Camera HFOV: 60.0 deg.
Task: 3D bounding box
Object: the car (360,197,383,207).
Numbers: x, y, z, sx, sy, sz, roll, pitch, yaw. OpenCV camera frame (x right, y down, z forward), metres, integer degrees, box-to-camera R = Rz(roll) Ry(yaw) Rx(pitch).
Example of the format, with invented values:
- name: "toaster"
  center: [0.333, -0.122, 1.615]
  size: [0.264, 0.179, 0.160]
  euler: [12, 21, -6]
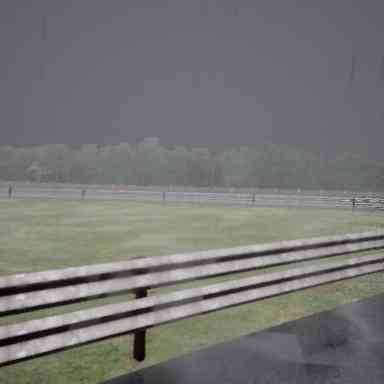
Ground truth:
- name: "car"
  center: [22.803, 1.325, 38.711]
  size: [4.902, 1.511, 2.128]
  euler: [2, -1, 11]
